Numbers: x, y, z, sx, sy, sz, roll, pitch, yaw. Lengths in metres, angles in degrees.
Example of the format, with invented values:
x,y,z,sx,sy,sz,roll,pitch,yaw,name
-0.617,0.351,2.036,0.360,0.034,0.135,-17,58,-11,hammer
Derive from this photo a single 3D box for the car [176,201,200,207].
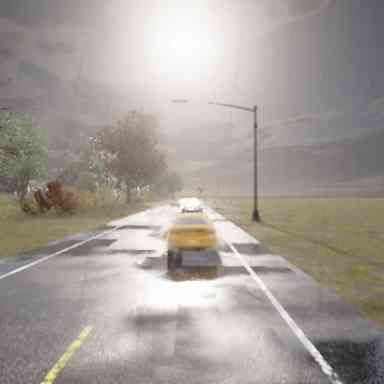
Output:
x,y,z,sx,sy,sz,roll,pitch,yaw,name
0.025,1.804,28.501,2.128,1.511,4.902,0,0,1,car

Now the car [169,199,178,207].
x,y,z,sx,sy,sz,roll,pitch,yaw,name
-3.504,2.202,65.750,1.882,1.535,5.008,0,-1,0,car

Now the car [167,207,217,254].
x,y,z,sx,sy,sz,roll,pitch,yaw,name
0.032,1.633,14.252,1.882,1.535,5.008,0,0,1,car
